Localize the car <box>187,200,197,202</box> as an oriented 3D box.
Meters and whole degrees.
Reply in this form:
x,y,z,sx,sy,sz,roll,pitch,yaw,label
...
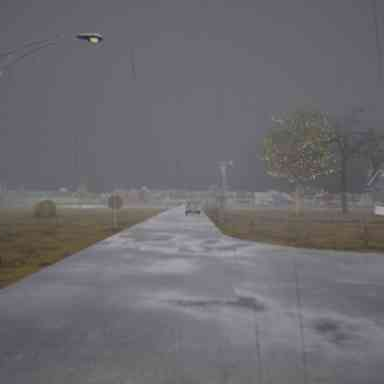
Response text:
x,y,z,sx,sy,sz,roll,pitch,yaw,label
0.021,2.312,56.134,2.150,2.045,5.566,0,-1,0,car

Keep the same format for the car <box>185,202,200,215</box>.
x,y,z,sx,sy,sz,roll,pitch,yaw,label
0.113,2.422,46.081,1.994,1.385,4.181,0,-1,0,car

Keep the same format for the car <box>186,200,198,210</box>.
x,y,z,sx,sy,sz,roll,pitch,yaw,label
0.021,2.577,66.494,2.150,2.045,5.566,0,-1,0,car
